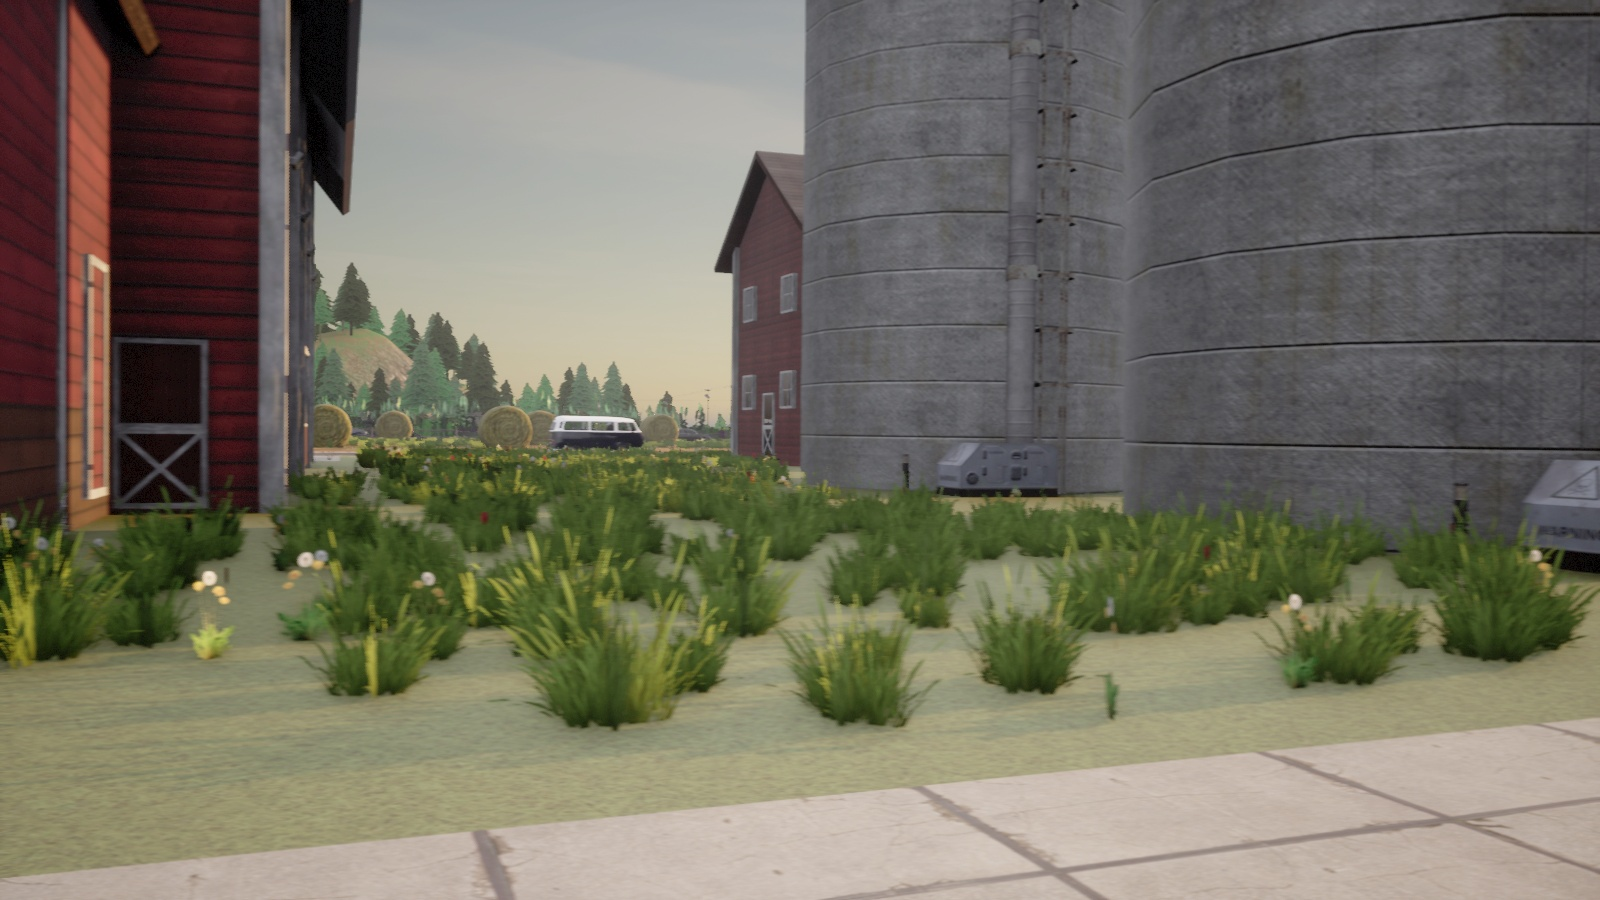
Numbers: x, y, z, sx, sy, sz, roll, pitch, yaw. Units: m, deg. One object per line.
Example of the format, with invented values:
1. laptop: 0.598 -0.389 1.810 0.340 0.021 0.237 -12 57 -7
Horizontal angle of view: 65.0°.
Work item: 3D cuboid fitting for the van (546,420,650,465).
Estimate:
1. van: -9.566 -0.369 59.410 4.480 2.038 2.069 -1 1 -21
